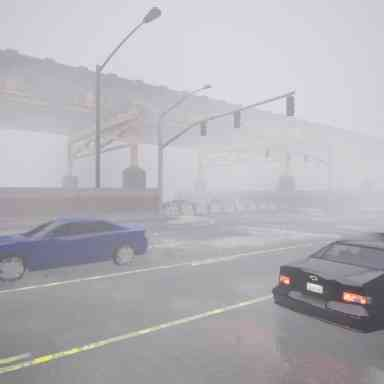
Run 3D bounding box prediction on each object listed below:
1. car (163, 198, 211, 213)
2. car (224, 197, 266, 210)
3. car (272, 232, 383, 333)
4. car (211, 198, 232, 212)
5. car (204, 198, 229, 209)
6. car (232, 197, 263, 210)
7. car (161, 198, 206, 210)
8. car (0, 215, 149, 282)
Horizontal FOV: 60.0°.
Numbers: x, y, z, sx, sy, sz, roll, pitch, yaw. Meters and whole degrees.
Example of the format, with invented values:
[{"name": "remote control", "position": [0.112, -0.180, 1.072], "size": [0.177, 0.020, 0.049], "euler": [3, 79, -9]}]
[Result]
[{"name": "car", "position": [-0.827, 1.453, 35.985], "size": [4.974, 1.542, 2.038], "euler": [0, 0, 7]}, {"name": "car", "position": [6.764, 1.453, 42.506], "size": [4.974, 1.542, 2.038], "euler": [0, 0, -8]}, {"name": "car", "position": [3.954, 1.547, 6.671], "size": [5.357, 1.411, 2.033], "euler": [0, 0, -36]}, {"name": "car", "position": [2.891, 1.453, 38.707], "size": [2.038, 1.542, 4.974], "euler": [0, 0, 17]}, {"name": "car", "position": [2.906, 1.295, 38.757], "size": [1.853, 1.218, 4.536], "euler": [0, 0, 17]}, {"name": "car", "position": [6.712, 1.295, 42.499], "size": [4.536, 1.218, 1.853], "euler": [0, 0, -8]}, {"name": "car", "position": [-0.879, 1.295, 35.992], "size": [4.536, 1.218, 1.853], "euler": [0, 0, 7]}, {"name": "car", "position": [-3.726, 1.477, 9.953], "size": [5.008, 1.535, 1.882], "euler": [0, 0, -36]}]
